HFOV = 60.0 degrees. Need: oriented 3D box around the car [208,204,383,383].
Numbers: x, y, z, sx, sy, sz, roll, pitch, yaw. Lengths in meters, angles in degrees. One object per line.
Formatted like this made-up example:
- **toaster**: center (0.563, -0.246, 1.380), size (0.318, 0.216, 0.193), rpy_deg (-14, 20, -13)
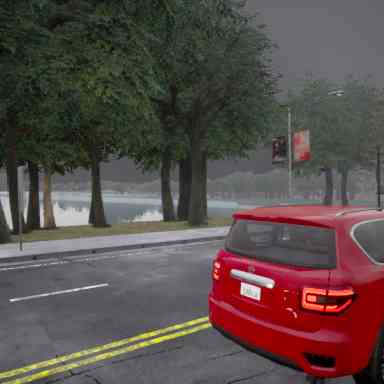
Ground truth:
- **car**: center (2.801, 1.220, 5.399), size (5.566, 2.045, 2.150), rpy_deg (0, 0, -37)
